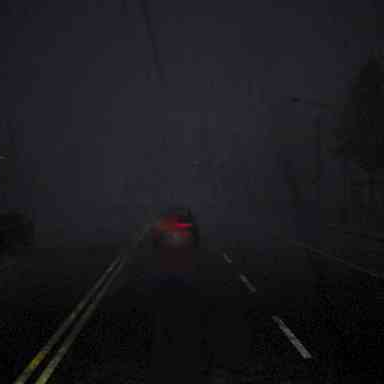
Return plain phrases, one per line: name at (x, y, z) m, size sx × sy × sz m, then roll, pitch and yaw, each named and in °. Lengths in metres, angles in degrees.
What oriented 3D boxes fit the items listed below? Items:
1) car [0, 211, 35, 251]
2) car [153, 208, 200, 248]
car at (-7.758, 1.549, 12.810) m, size 1.837 × 1.490 × 4.892 m, roll -1°, pitch 0°, yaw -3°
car at (-0.710, 1.455, 14.750) m, size 2.128 × 1.511 × 4.902 m, roll -1°, pitch 0°, yaw -3°
